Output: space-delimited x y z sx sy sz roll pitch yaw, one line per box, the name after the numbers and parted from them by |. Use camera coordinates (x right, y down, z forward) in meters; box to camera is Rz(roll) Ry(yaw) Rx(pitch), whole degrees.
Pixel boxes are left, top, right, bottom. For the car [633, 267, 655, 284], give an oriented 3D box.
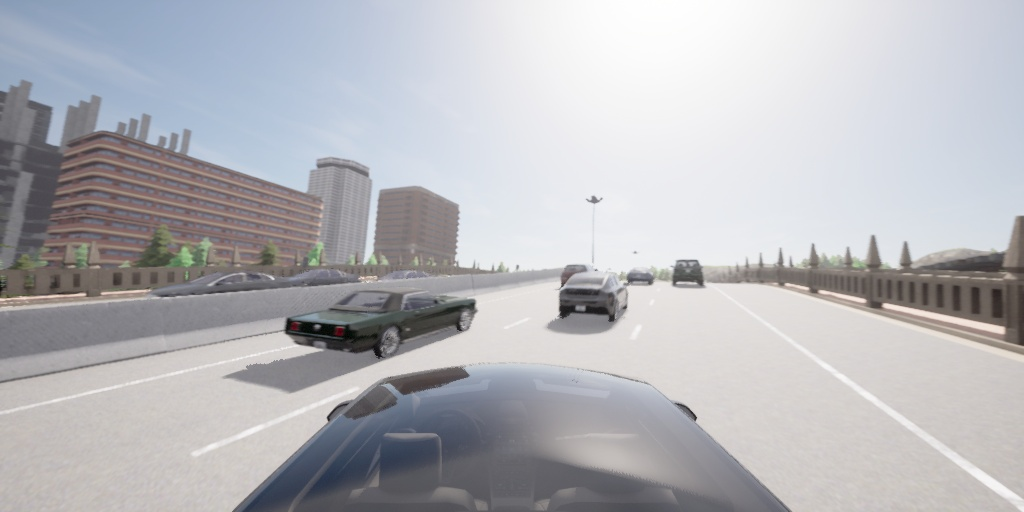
10.905 1.639 30.357 1.994 1.385 4.181 0 -2 24 | car

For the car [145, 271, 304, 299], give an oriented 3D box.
-11.748 1.388 14.802 2.128 1.511 4.902 0 0 24 | car

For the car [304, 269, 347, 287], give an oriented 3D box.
-12.103 1.518 22.487 2.033 1.411 5.357 0 -1 24 | car

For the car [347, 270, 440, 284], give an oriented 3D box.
-5.822 1.476 19.389 2.033 1.411 5.357 0 -1 24 | car

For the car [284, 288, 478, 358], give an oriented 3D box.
-2.714 1.423 8.816 1.895 1.301 4.718 0 -1 24 | car

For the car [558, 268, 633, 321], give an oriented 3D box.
3.091 1.357 13.139 1.837 1.490 4.892 0 0 24 | car

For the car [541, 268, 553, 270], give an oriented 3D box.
5.146 2.440 51.777 1.837 1.490 4.892 0 -6 24 | car

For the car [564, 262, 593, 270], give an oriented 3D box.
4.998 1.320 25.813 2.097 1.767 4.553 0 -1 24 | car

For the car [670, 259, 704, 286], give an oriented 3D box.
14.022 1.277 28.759 2.150 2.045 5.566 0 -2 24 | car
